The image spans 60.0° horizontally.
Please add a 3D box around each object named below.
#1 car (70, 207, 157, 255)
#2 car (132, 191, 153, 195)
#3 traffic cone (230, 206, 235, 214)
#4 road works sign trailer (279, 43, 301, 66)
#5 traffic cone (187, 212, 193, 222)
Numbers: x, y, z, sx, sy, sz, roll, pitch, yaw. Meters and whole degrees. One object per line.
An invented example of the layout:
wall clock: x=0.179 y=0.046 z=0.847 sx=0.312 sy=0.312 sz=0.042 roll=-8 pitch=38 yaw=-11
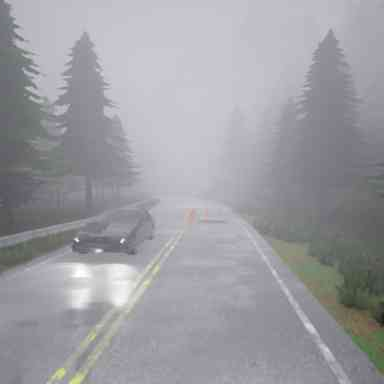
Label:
car: x=-2.541 y=1.269 z=12.299 sx=2.033 sy=1.411 sz=5.357 roll=0 pitch=1 yaw=4
car: x=-8.786 y=0.548 z=59.114 sx=1.895 sy=1.301 sz=4.718 roll=-5 pitch=3 yaw=-42
traffic cone: x=3.179 y=1.401 z=26.007 sx=0.340 sy=0.580 sz=0.340 roll=0 pitch=1 yaw=2
road works sign trailer: x=18.798 y=-25.467 z=62.097 sx=2.880 sy=2.380 sz=3.560 roll=3 pitch=-28 yaw=-24
traffic cone: x=-0.108 y=1.521 z=20.144 sx=0.340 sy=0.580 sz=0.340 roll=0 pitch=1 yaw=3
